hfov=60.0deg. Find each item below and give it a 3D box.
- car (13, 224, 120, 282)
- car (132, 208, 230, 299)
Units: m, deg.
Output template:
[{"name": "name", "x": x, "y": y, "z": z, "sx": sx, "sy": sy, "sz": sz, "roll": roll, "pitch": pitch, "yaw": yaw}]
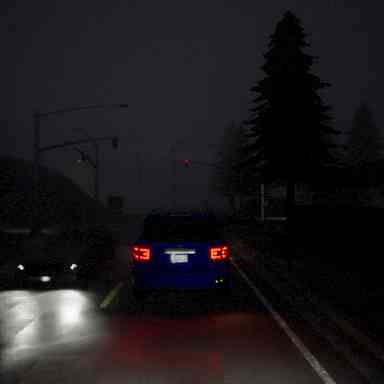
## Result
[{"name": "car", "x": -3.832, "y": 1.848, "z": 11.321, "sx": 2.033, "sy": 1.411, "sz": 5.357, "roll": -1, "pitch": 1, "yaw": 0}, {"name": "car", "x": -0.240, "y": 1.439, "z": 9.239, "sx": 2.150, "sy": 2.045, "sz": 5.566, "roll": 0, "pitch": -1, "yaw": 0}]
